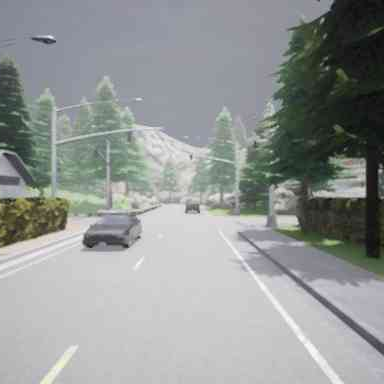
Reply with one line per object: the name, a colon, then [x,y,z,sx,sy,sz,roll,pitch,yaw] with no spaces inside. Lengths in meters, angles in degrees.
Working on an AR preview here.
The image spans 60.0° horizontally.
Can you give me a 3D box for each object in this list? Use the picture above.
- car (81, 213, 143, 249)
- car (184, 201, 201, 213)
car: [-3.520,1.708,15.799,2.033,1.411,5.357,0,-1,0]
car: [0.081,1.947,43.933,1.837,1.490,4.892,0,-1,0]
